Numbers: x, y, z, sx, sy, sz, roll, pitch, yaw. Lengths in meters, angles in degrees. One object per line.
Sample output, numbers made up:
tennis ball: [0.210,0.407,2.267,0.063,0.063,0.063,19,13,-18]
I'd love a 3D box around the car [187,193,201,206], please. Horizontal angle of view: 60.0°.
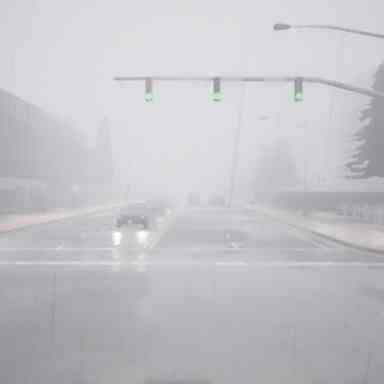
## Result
car: [0.303,1.289,49.604,1.837,1.490,4.892,0,0,1]

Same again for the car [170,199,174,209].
car: [-3.277,1.386,40.712,1.994,1.385,4.181,0,0,1]

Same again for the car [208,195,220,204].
car: [3.894,1.304,59.637,1.994,1.385,4.181,0,0,1]

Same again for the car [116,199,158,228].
car: [-3.541,1.432,21.439,1.812,1.442,4.674,0,0,0]

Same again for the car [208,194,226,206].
car: [3.805,1.135,49.727,2.097,1.767,4.553,0,0,1]

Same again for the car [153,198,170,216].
car: [-3.430,1.343,30.830,1.882,1.535,5.008,0,0,1]
